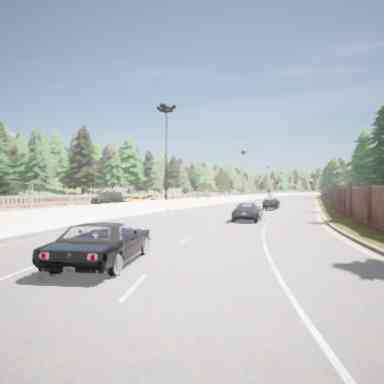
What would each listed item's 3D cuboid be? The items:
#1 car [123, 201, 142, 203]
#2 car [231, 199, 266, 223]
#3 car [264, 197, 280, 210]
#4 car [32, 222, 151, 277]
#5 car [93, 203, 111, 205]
[{"bbox_3d":[-7.418,1.277,45.672,1.882,1.535,5.008,0,0,20],"label":"car"},{"bbox_3d":[4.252,1.488,25.279,1.994,1.385,4.181,0,0,17],"label":"car"},{"bbox_3d":[9.832,1.378,41.372,2.128,1.511,4.902,0,0,20],"label":"car"},{"bbox_3d":[-2.643,1.552,10.097,1.895,1.301,4.718,0,0,7],"label":"car"},{"bbox_3d":[-11.412,1.007,44.936,2.150,2.045,5.566,0,0,20],"label":"car"}]
